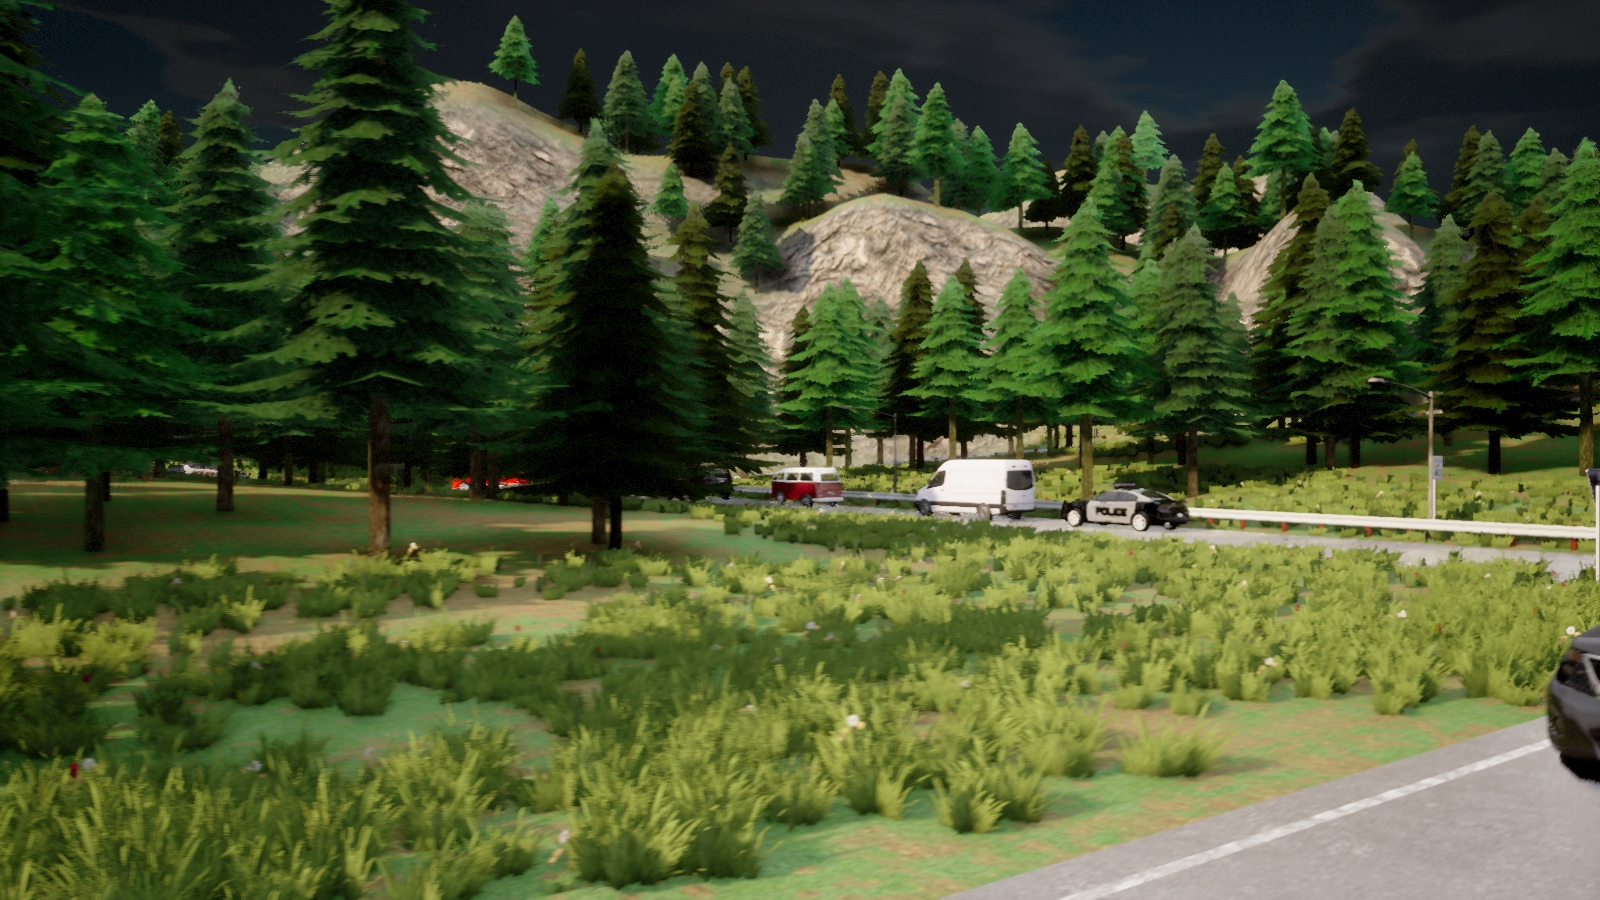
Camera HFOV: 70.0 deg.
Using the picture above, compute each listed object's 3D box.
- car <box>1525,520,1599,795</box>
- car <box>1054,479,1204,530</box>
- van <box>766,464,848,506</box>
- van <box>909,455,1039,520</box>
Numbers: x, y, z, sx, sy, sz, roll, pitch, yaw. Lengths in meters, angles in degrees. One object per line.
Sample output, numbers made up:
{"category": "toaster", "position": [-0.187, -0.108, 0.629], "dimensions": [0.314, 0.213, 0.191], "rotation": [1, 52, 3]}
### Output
{"category": "car", "position": [8.757, 1.640, 9.971], "dimensions": [5.566, 2.045, 2.150], "rotation": [0, 0, -35]}
{"category": "car", "position": [12.191, 1.983, 42.732], "dimensions": [2.097, 1.638, 5.238], "rotation": [0, 0, -35]}
{"category": "van", "position": [0.330, 1.783, 59.437], "dimensions": [2.069, 2.038, 4.480], "rotation": [0, 0, -35]}
{"category": "van", "position": [7.408, 1.536, 49.349], "dimensions": [1.988, 2.561, 5.915], "rotation": [0, 0, -35]}
